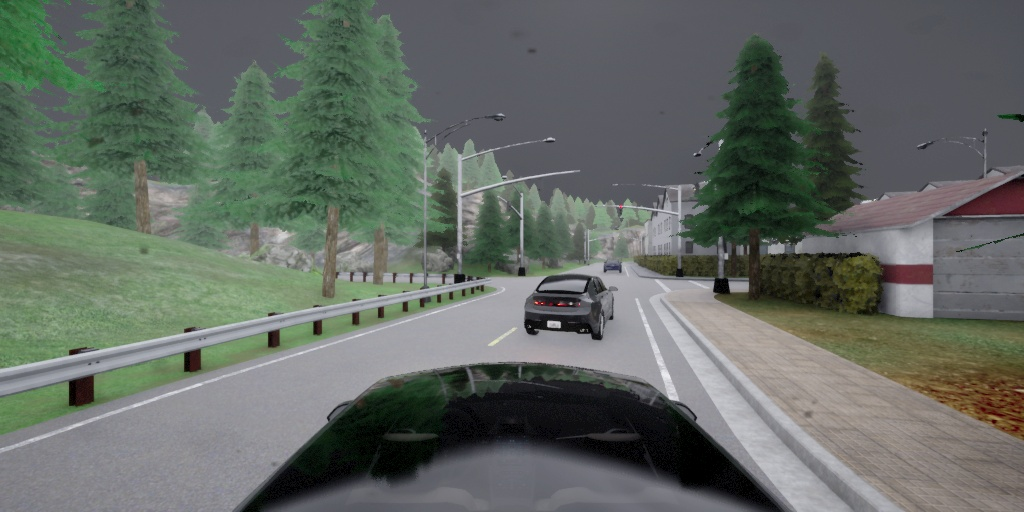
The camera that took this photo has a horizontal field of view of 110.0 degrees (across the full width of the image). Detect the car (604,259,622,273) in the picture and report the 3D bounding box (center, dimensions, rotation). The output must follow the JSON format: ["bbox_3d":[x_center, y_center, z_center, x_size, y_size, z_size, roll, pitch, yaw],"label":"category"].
[{"bbox_3d":[12.404,1.102,44.112,2.097,1.767,4.553,0,0,17],"label":"car"}]

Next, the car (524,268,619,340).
[{"bbox_3d":[1.785,1.255,10.130,1.837,1.490,4.892,0,0,21],"label":"car"}]
